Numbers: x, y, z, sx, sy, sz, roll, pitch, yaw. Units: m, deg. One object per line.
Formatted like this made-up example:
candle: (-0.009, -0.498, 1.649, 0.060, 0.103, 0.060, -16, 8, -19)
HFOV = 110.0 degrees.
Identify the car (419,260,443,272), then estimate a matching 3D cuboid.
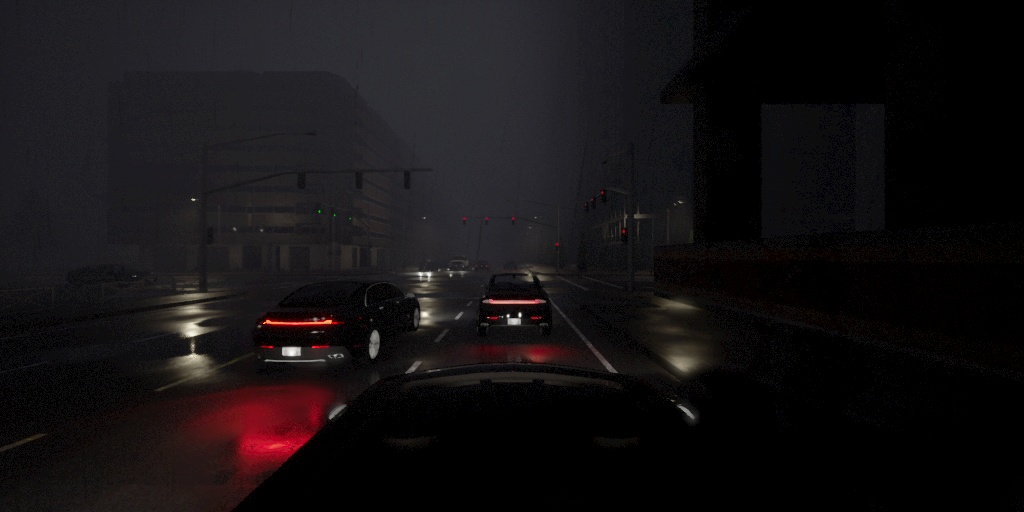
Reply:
car: (-10.968, 1.240, 47.500, 2.128, 1.511, 4.902, 0, 0, 0)

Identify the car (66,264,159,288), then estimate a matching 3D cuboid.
car: (-26.321, 1.296, 23.746, 4.902, 1.511, 2.128, 0, 0, 0)

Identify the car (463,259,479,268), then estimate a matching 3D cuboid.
car: (-7.326, 1.295, 64.462, 2.033, 1.411, 5.357, 0, 0, 1)

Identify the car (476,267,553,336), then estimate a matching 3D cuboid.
car: (0.060, 1.241, 10.381, 2.128, 1.511, 4.902, 0, 0, 0)

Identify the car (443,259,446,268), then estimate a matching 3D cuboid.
car: (-10.906, 1.226, 59.625, 1.882, 1.535, 5.008, 0, 1, 1)

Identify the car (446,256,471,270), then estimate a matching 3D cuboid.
car: (-7.481, 0.969, 51.106, 2.150, 2.045, 5.566, 0, 0, 0)

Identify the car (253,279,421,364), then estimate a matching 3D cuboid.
car: (-3.450, 1.255, 8.061, 1.837, 1.490, 4.892, 0, 0, 0)

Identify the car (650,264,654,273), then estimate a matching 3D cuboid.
car: (16.235, 1.025, 34.363, 5.566, 2.045, 2.150, 0, 0, 0)

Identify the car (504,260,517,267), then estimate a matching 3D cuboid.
car: (-0.266, 1.273, 54.006, 1.812, 1.442, 4.674, 0, 0, 0)

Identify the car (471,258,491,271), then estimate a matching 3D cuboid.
car: (-3.788, 1.296, 47.214, 2.033, 1.411, 5.357, 0, 0, 0)
